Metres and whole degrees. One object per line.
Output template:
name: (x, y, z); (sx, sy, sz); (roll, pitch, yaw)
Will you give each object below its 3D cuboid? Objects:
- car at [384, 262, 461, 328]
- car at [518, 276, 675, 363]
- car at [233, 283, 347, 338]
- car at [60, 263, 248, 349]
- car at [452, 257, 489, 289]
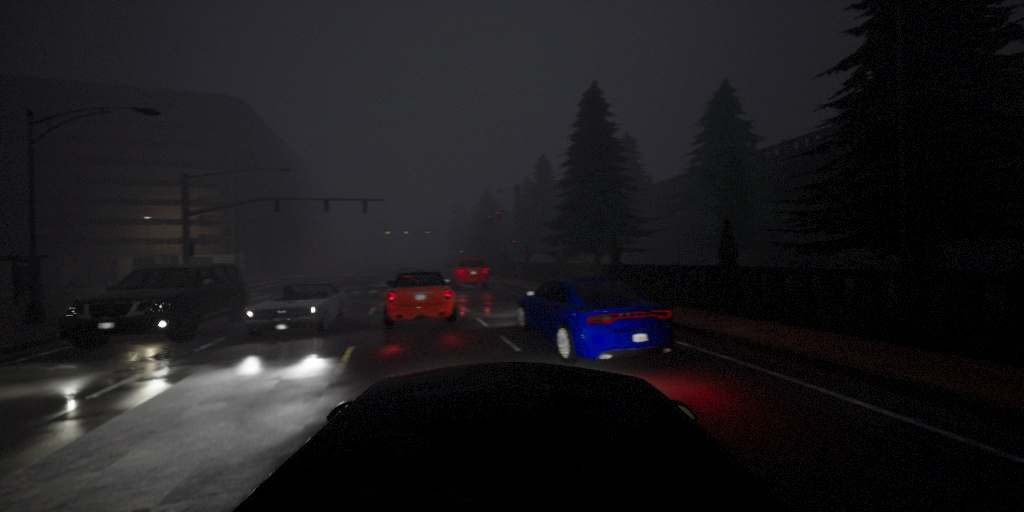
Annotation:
car: (-3.205, 1.222, 12.396); (2.097, 1.767, 4.553); (-1, 0, -16)
car: (1.527, 1.207, 8.306); (1.882, 1.535, 5.008); (-1, 0, -14)
car: (-6.603, 1.559, 11.412); (1.895, 1.301, 4.718); (-1, 0, -17)
car: (-10.102, 1.272, 10.866); (2.150, 2.045, 5.566); (-1, 0, -17)
car: (-3.109, 1.126, 24.314); (2.150, 2.045, 5.566); (-1, 0, -17)
